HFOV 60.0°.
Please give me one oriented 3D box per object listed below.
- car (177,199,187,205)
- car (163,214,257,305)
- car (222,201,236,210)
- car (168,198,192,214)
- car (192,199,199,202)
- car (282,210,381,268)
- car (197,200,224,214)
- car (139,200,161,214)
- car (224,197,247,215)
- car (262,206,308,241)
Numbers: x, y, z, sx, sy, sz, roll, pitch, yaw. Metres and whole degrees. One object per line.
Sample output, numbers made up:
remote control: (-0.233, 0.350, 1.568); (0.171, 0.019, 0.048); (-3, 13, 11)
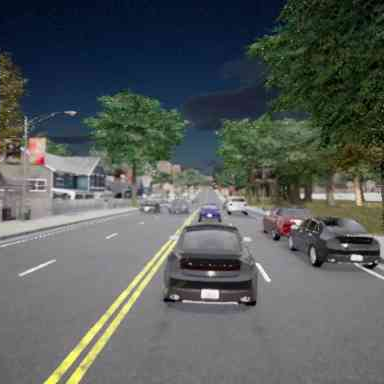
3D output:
car: (-2.404, 2.358, 79.114); (1.895, 1.301, 4.718); (1, -1, 3)
car: (0.445, 1.534, 8.195); (1.837, 1.490, 4.892); (1, 0, 3)
car: (6.124, 2.222, 55.841); (2.033, 1.411, 5.357); (1, -1, 3)
car: (-1.440, 1.580, 37.582); (2.097, 1.767, 4.553); (1, -1, 3)
car: (0.844, 2.322, 78.973); (1.837, 1.490, 4.892); (1, -1, 3)
car: (4.764, 1.624, 11.781); (1.837, 1.490, 4.892); (1, 0, 3)
car: (1.520, 1.700, 28.414); (1.812, 1.442, 4.674); (1, -1, 3)
car: (-4.682, 1.663, 37.855); (2.128, 1.511, 4.902); (1, -1, 3)
car: (5.310, 1.603, 39.558); (2.150, 2.045, 5.566); (1, 0, 4)
car: (5.083, 1.504, 17.745); (2.097, 1.767, 4.553); (1, 0, 3)
